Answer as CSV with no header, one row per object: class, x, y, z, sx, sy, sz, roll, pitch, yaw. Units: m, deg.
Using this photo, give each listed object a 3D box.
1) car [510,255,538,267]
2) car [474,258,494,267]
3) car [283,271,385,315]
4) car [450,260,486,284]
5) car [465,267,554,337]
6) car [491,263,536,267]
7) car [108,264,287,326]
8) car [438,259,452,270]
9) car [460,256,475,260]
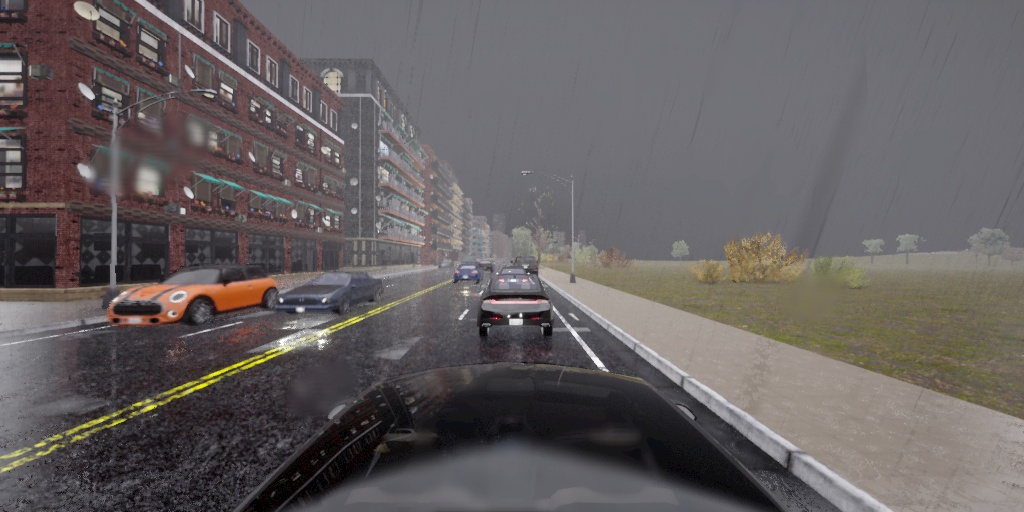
car,1.070,0.974,30.984,2.150,2.045,5.566,0,0,0
car,-3.249,1.225,44.649,1.882,1.535,5.008,0,0,0
car,-6.630,1.298,13.878,2.033,1.411,5.357,0,0,0
car,-3.208,1.276,26.930,1.812,1.442,4.674,0,0,0
car,0.081,1.242,10.331,2.128,1.511,4.902,0,0,0
car,0.060,1.298,20.771,2.033,1.411,5.357,0,0,0
car,-9.872,1.102,11.632,2.097,1.767,4.553,0,0,0
car,-9.965,1.236,54.217,2.128,1.511,4.902,0,0,0
car,-6.717,0.965,55.345,2.150,2.045,5.566,0,0,0
